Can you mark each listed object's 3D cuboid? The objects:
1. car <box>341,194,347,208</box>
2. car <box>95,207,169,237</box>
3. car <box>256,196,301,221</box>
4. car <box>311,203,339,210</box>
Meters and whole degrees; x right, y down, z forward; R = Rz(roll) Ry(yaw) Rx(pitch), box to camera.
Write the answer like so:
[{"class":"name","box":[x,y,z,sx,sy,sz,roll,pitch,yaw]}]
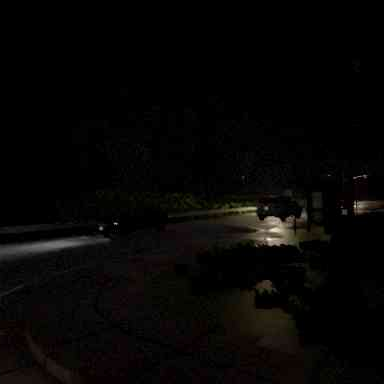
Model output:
[{"class":"car","box":[21.821,1.356,48.528,2.150,2.045,5.566,-1,-1,36]},{"class":"car","box":[-3.413,1.672,19.679,2.128,1.511,4.902,-1,-1,36]},{"class":"car","box":[7.491,1.355,28.512,2.150,2.045,5.566,-1,-1,37]},{"class":"car","box":[15.966,1.698,40.329,1.994,1.385,4.181,-1,-1,36]}]
